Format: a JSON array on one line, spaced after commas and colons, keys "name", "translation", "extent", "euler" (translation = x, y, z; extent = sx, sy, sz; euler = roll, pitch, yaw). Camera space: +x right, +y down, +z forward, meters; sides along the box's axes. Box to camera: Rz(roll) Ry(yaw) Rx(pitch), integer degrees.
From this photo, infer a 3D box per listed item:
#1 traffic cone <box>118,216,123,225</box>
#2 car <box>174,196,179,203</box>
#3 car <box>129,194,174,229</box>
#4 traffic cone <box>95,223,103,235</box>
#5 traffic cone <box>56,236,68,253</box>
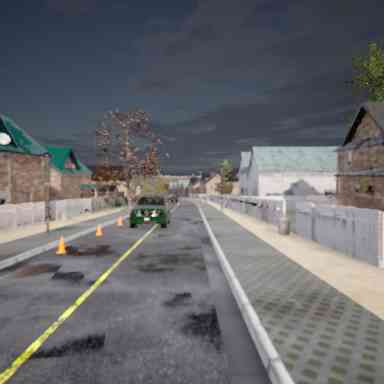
[{"name": "traffic cone", "translation": [-4.829, 1.915, 22.338], "extent": [0.340, 0.580, 0.340], "euler": [0, 0, 0]}, {"name": "car", "translation": [-4.043, 1.526, 71.497], "extent": [1.837, 1.490, 4.892], "euler": [0, -1, -10]}, {"name": "car", "translation": [-2.555, 1.176, 21.465], "extent": [2.150, 2.045, 5.566], "euler": [0, 0, 0]}, {"name": "traffic cone", "translation": [-4.829, 1.924, 17.326], "extent": [0.340, 0.580, 0.340], "euler": [0, 0, 0]}, {"name": "traffic cone", "translation": [-4.813, 1.936, 12.311], "extent": [0.340, 0.580, 0.340], "euler": [0, 0, 0]}]
